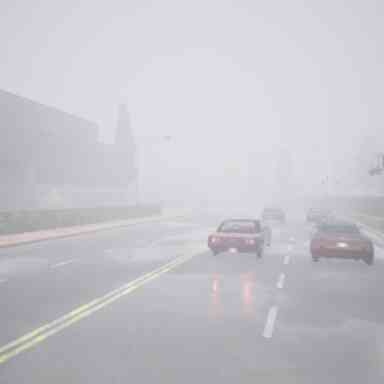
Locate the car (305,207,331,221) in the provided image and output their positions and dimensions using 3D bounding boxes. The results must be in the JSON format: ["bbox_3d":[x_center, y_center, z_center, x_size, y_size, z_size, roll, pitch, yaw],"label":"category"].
[{"bbox_3d":[10.149,1.877,26.752,1.895,1.301,4.718,0,-1,17],"label":"car"}]

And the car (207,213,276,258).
[{"bbox_3d":[2.132,1.745,13.618,1.895,1.301,4.718,0,-1,19],"label":"car"}]

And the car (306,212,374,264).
[{"bbox_3d":[5.489,1.695,12.614,1.994,1.385,4.181,0,-1,19],"label":"car"}]

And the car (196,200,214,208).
[{"bbox_3d":[2.308,2.203,60.468,1.994,1.385,4.181,0,-1,-23],"label":"car"}]

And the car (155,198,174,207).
[{"bbox_3d":[-5.671,2.076,67.905,2.097,1.767,4.553,0,-1,-38],"label":"car"}]

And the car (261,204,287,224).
[{"bbox_3d":[6.893,1.786,28.105,2.128,1.511,4.902,0,0,17],"label":"car"}]
